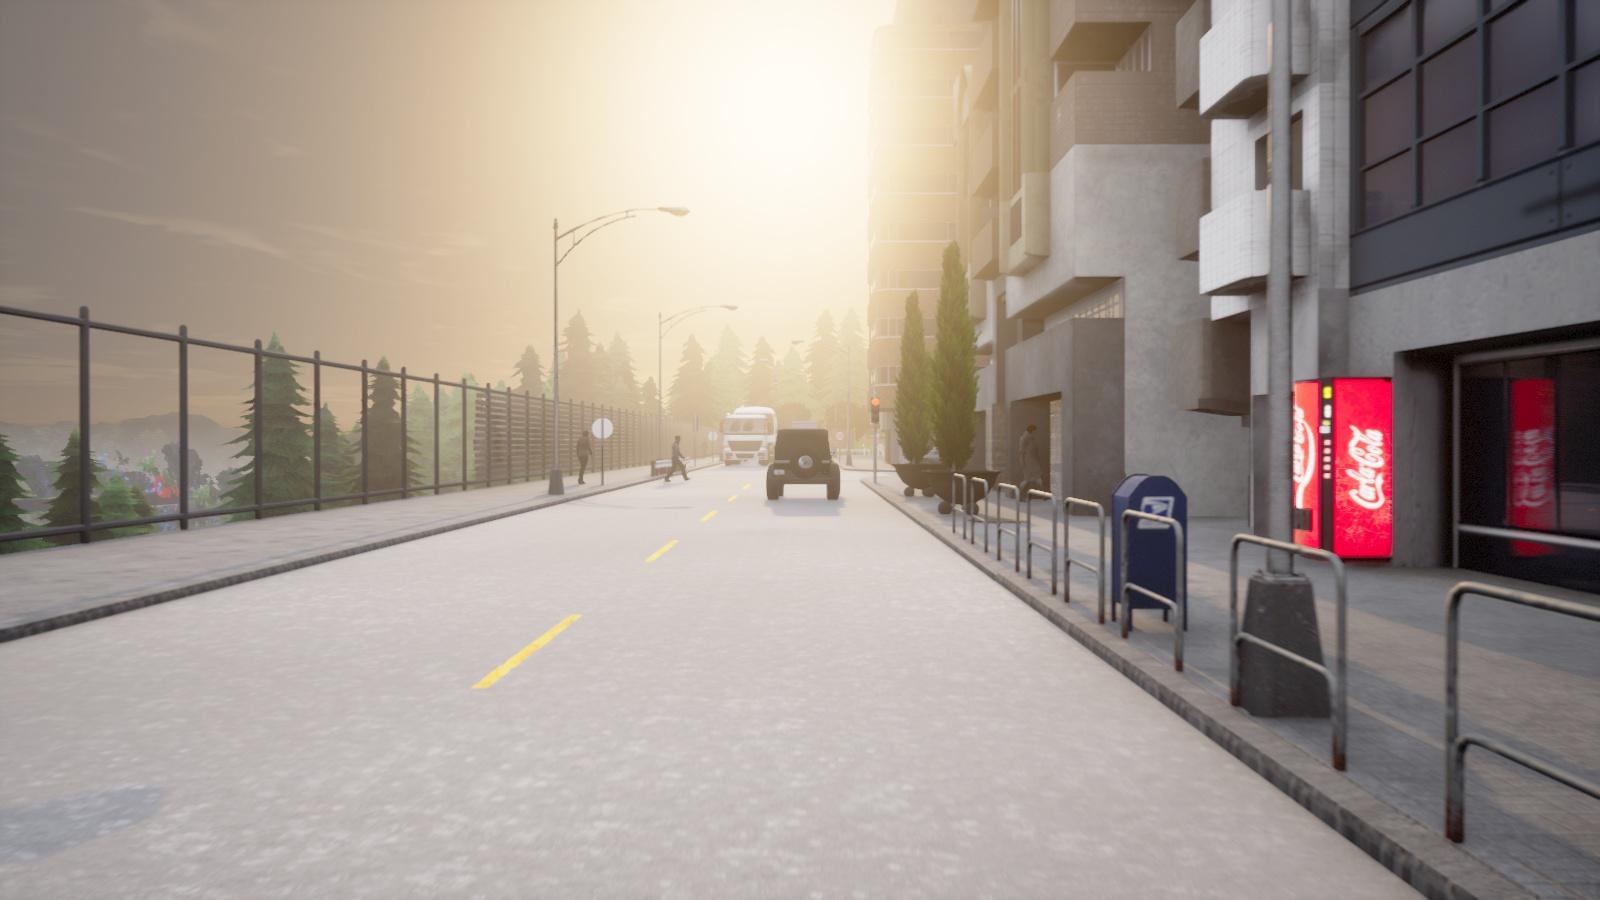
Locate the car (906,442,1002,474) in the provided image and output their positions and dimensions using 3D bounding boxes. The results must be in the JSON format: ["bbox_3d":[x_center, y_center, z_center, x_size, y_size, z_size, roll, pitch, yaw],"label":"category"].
[{"bbox_3d":[7.496,0.356,60.856,4.514,1.525,2.007,0,0,9],"label":"car"}]

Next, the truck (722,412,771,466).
[{"bbox_3d":[-3.498,-0.713,84.230,2.891,3.462,7.936,0,0,0],"label":"truck"}]

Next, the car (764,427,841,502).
[{"bbox_3d":[0.120,0.353,33.659,1.905,1.878,3.866,0,0,2],"label":"car"}]

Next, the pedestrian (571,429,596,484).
[{"bbox_3d":[-7.190,0.216,41.647,0.328,1.805,0.869,0,0,31],"label":"pedestrian"}]

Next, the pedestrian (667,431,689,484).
[{"bbox_3d":[-4.548,0.276,46.875,0.788,1.949,0.423,0,0,0],"label":"pedestrian"}]

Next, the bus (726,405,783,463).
[{"bbox_3d":[-3.423,-1.178,96.839,3.944,4.253,10.273,0,0,0],"label":"bus"}]

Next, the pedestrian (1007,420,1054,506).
[{"bbox_3d":[5.336,0.297,29.046,0.873,1.952,0.659,0,0,37],"label":"pedestrian"}]
